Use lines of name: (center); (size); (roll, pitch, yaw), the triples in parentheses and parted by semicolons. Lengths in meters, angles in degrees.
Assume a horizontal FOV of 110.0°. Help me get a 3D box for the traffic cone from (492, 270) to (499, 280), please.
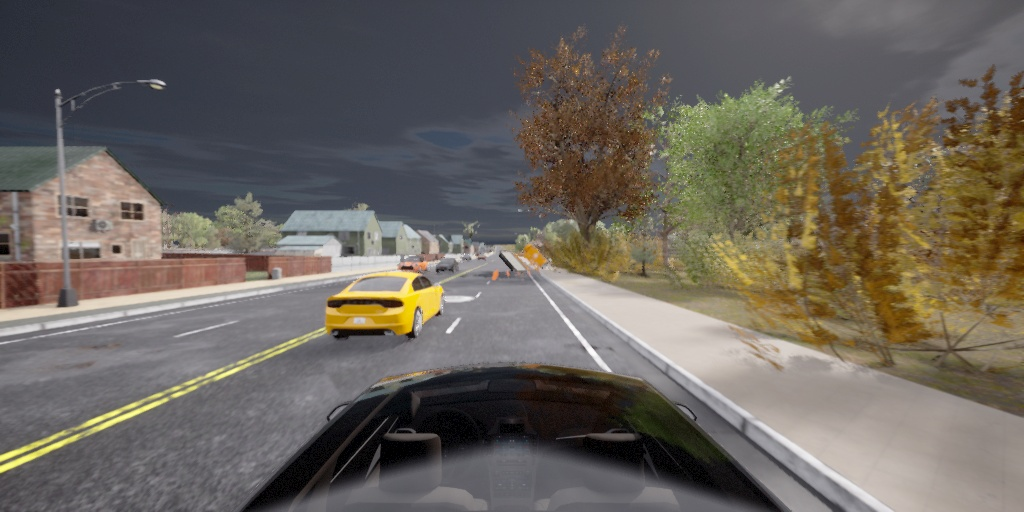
traffic cone: (-1.370, 1.505, 27.066); (0.340, 0.580, 0.340); (0, 0, 0)

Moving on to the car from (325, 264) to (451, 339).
car: (-3.148, 1.164, 9.878); (1.882, 1.535, 5.008); (0, 0, 0)

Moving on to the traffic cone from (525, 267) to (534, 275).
traffic cone: (1.632, 1.457, 33.064); (0.340, 0.580, 0.340); (0, 0, 0)

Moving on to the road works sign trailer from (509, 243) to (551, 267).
road works sign trailer: (1.810, -1.126, 29.593); (2.380, 3.560, 2.880); (0, 0, 43)

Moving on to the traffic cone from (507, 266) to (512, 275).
traffic cone: (-0.368, 1.457, 33.065); (0.340, 0.580, 0.340); (0, 0, 0)

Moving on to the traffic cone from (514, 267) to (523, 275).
traffic cone: (0.631, 1.457, 33.065); (0.340, 0.580, 0.340); (0, 0, 0)

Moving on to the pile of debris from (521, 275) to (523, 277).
pile of debris: (-0.006, 1.715, 27.078); (1.860, 0.140, 1.500); (0, 0, 0)

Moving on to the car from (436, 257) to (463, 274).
car: (-6.568, 0.978, 36.784); (1.837, 1.490, 4.892); (0, 0, 0)

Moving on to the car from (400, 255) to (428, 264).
car: (-9.820, 0.830, 35.805); (2.097, 1.767, 4.553); (0, 1, 0)
